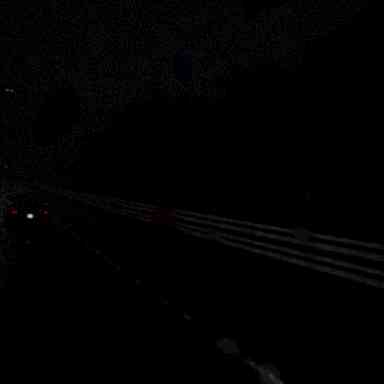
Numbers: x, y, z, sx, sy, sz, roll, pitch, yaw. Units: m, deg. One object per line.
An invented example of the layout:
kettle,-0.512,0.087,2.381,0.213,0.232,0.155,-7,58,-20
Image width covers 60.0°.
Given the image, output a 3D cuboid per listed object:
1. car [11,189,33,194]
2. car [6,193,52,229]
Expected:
car,-16.787,0.430,32.783,1.812,1.442,4.674,3,1,-27
car,-8.381,1.012,17.104,1.994,1.385,4.181,3,0,-28
